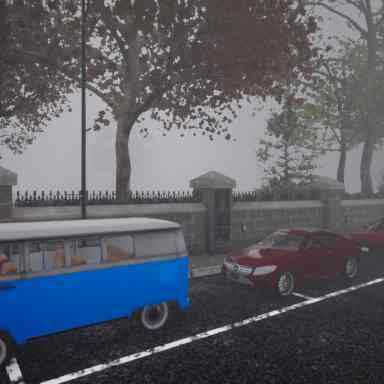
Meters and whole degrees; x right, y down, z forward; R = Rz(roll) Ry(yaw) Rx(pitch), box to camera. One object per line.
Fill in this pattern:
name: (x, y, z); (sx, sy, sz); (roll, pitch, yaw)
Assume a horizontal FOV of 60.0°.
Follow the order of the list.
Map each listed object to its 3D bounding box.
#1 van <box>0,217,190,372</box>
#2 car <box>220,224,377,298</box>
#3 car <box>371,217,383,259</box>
van: (-1.950, 1.341, 5.166); (3.998, 1.788, 1.690); (0, 0, -35)
car: (2.641, 1.582, 8.426); (4.206, 1.307, 1.802); (0, 0, -35)
car: (7.232, 1.546, 11.686); (4.507, 1.381, 1.887); (0, 0, -35)
